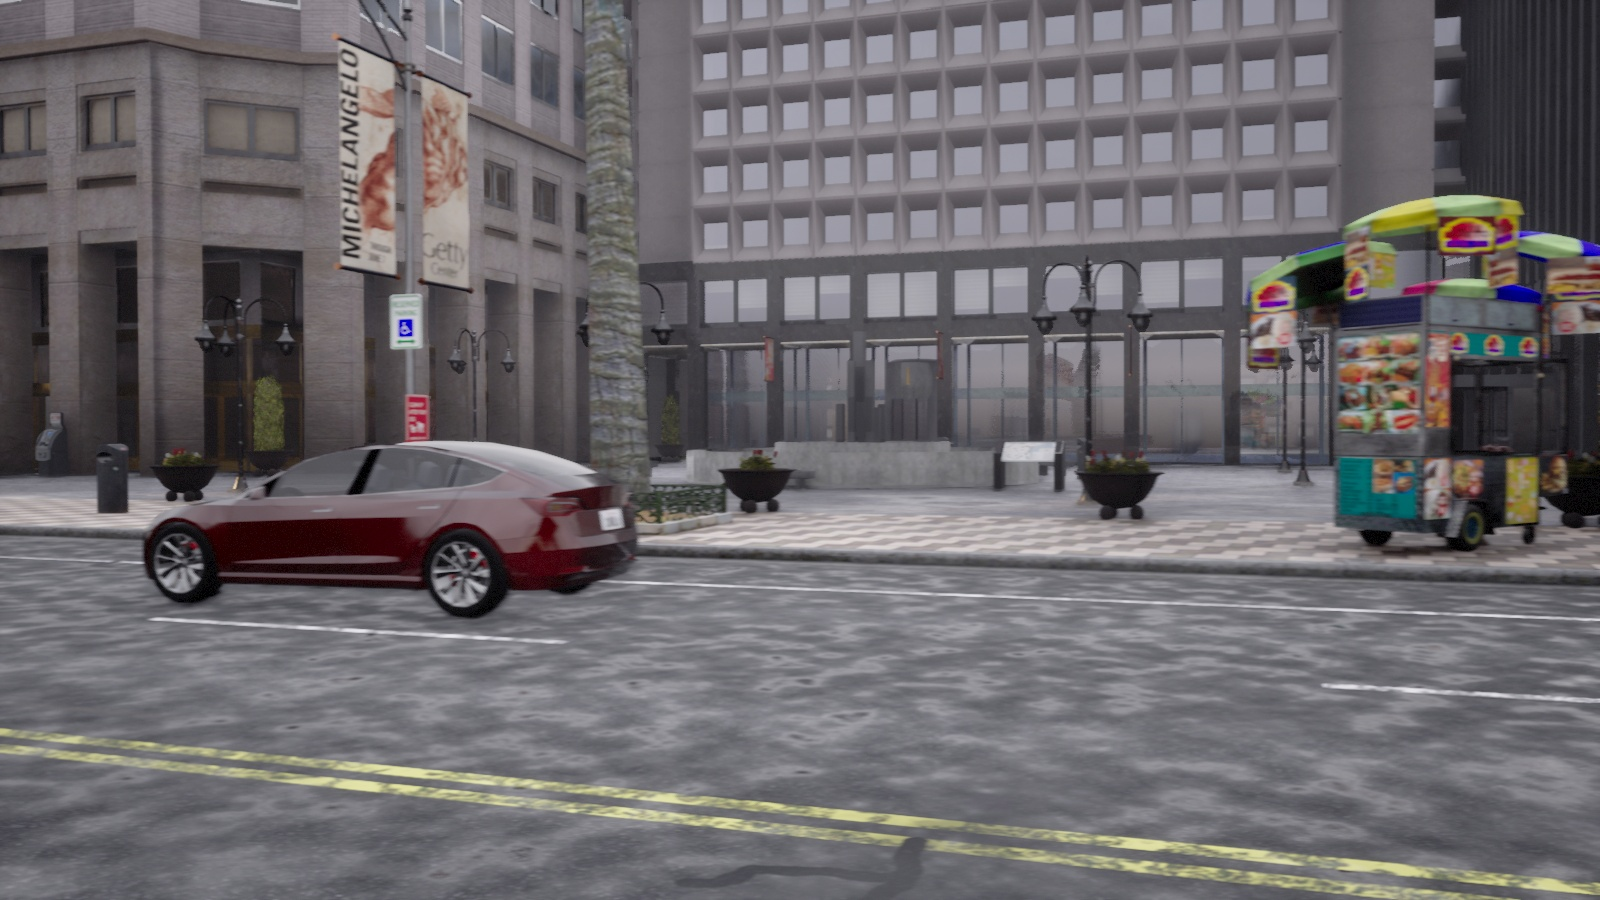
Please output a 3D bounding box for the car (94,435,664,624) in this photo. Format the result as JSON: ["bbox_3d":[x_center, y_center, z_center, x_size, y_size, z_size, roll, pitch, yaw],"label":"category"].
[{"bbox_3d":[-3.936,0.621,11.913,4.792,1.488,2.163,1,1,19],"label":"car"}]
